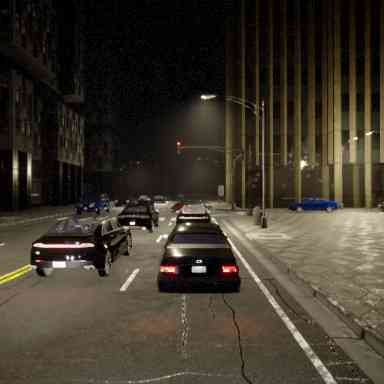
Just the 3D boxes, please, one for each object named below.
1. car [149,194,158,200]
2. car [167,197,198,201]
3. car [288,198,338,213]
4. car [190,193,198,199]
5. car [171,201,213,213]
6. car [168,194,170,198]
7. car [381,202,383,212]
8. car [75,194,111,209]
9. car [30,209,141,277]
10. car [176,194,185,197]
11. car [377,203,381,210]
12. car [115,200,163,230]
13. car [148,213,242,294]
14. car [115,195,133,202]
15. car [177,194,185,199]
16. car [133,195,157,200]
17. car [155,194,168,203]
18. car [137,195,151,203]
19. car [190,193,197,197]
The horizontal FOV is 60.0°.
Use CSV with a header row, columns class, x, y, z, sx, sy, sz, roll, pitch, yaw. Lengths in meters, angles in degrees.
class,x,y,z,sx,sy,sz,roll,pitch,yaw
car,-9.341,1.282,81.125,1.812,1.442,4.674,0,0,0
car,0.010,1.515,33.229,4.181,1.385,1.994,0,0,25
car,12.710,1.365,35.047,5.008,1.535,1.882,0,0,1
car,0.442,1.107,87.517,2.128,1.511,4.902,0,0,0
car,0.092,1.473,18.695,2.128,1.511,4.902,0,0,0
car,-6.106,1.305,78.257,2.128,1.511,4.902,0,0,0
car,21.241,1.183,31.830,4.553,1.767,2.097,0,0,0
car,-9.684,1.175,33.077,2.150,2.045,5.566,0,0,1
car,-3.101,1.486,10.225,2.128,1.511,4.902,0,0,0
car,-2.861,1.308,77.112,2.128,1.511,4.902,0,0,0
car,22.176,1.339,35.018,4.902,1.511,2.128,0,0,0
car,-3.054,1.458,19.601,1.882,1.535,5.008,0,0,0
car,0.143,1.543,8.951,2.033,1.411,5.357,0,0,0
car,-9.607,1.259,47.708,2.097,1.767,4.553,0,0,0
car,-2.808,1.177,87.564,1.895,1.301,4.718,0,0,0
car,-6.373,1.517,45.222,1.895,1.301,4.718,0,0,0
car,-6.238,1.447,63.177,1.895,1.301,4.718,0,0,1
car,-9.447,1.383,66.136,2.033,1.411,5.357,0,0,1
car,0.389,1.283,77.095,1.837,1.490,4.892,0,0,0
